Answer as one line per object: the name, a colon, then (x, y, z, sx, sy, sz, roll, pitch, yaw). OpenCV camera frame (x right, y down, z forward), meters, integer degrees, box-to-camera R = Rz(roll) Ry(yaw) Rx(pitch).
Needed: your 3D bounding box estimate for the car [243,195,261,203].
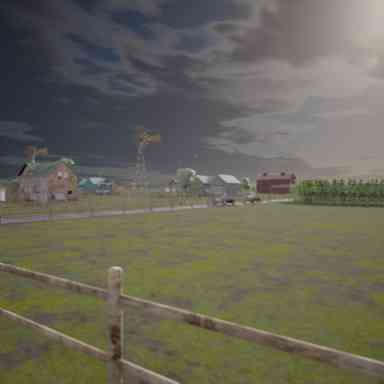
car: (10.772, 1.230, 59.560, 1.812, 1.442, 4.674, 0, 0, 35)

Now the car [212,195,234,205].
car: (4.930, 1.248, 50.975, 2.128, 1.511, 4.902, 0, 0, 35)
